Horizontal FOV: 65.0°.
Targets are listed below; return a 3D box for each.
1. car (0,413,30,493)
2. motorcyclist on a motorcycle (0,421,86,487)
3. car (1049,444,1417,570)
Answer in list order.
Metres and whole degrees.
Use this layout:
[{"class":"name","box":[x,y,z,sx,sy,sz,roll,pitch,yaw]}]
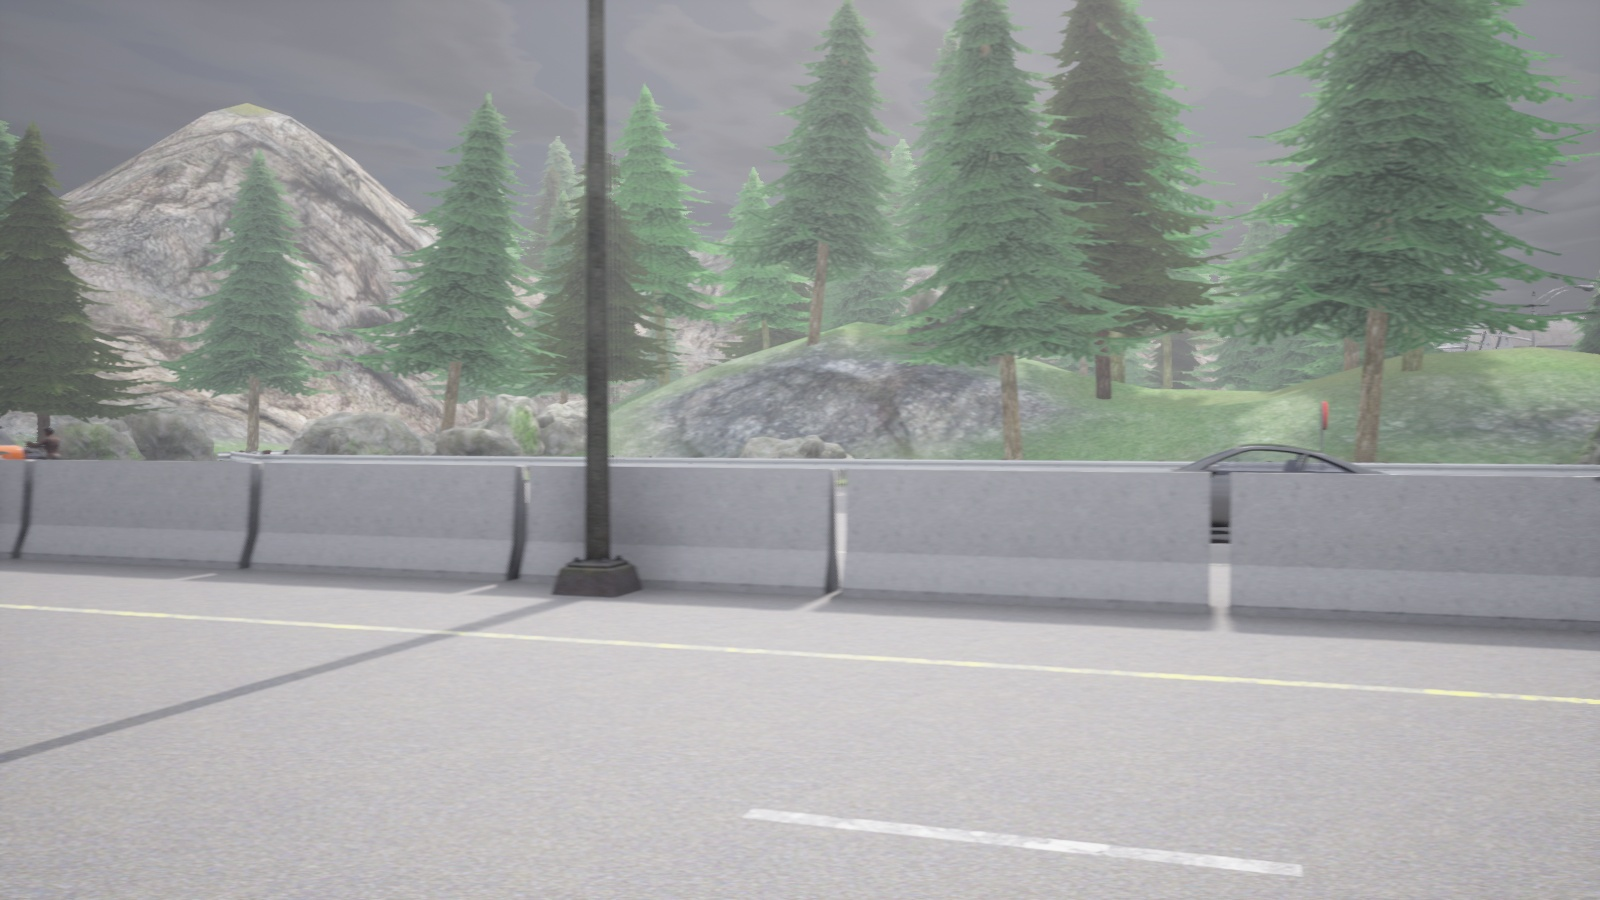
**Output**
[{"class":"car","box":[-20.082,0.047,28.396,4.553,1.767,2.097,1,1,18]},{"class":"motorcyclist on a motorcycle","box":[-19.343,0.085,31.839,2.350,1.649,0.766,1,1,18]},{"class":"car","box":[5.456,0.651,16.128,4.181,1.385,1.994,1,1,19]}]
